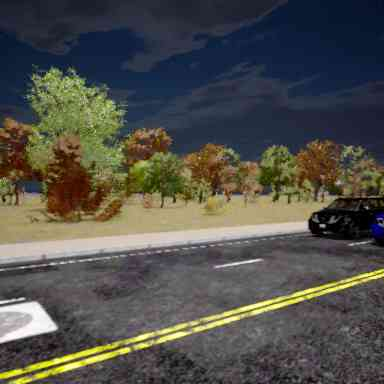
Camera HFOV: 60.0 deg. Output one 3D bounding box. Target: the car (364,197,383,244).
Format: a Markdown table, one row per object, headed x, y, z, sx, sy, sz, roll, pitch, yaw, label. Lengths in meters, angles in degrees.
| x | y | z | sx | sy | sz | roll | pitch | yaw | label |
| --- | --- | --- | --- | --- | --- | --- | --- | --- | --- |
| 10.418 | 1.290 | 15.093 | 5.566 | 2.045 | 2.150 | 0 | 0 | -36 | car |

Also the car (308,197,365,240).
| x | y | z | sx | sy | sz | roll | pitch | yaw | label |
| --- | --- | --- | --- | --- | --- | --- | --- | --- | --- |
| 8.601 | 1.291 | 17.789 | 5.566 | 2.045 | 2.150 | 0 | 0 | -35 | car |
